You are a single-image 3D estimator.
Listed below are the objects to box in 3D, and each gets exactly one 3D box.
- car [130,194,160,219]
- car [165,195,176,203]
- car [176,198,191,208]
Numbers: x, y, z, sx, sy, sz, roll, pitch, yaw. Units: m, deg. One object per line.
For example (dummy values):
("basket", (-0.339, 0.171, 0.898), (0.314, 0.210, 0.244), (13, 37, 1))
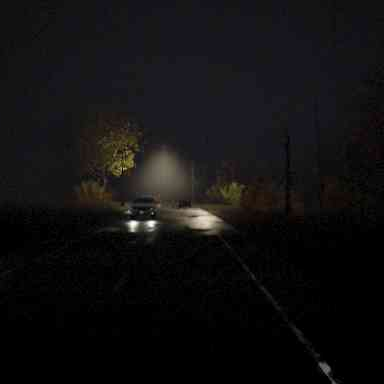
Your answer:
("car", (-4.468, 1.402, 31.432), (2.150, 2.045, 5.566), (0, 0, -3))
("car", (-4.213, 1.714, 71.998), (1.812, 1.442, 4.674), (0, 0, -7))
("car", (-1.140, 1.796, 53.491), (1.812, 1.442, 4.674), (0, 0, -5))
